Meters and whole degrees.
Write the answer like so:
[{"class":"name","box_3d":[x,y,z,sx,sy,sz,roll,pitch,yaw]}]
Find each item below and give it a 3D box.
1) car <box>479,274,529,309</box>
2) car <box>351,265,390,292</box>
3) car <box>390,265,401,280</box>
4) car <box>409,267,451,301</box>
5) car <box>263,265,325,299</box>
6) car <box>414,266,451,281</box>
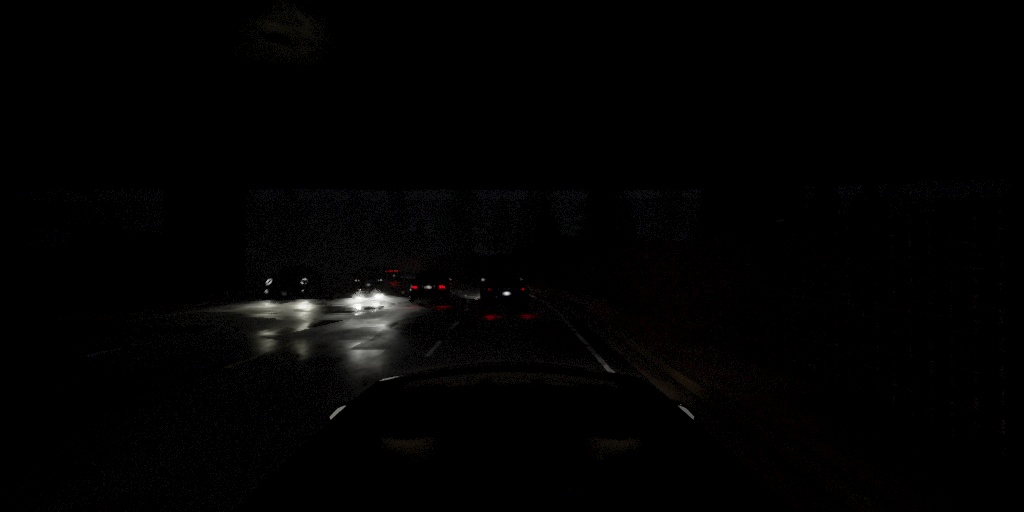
[{"class":"car","box_3d":[-0.434,1.478,16.156,1.994,1.385,4.181,0,-1,-6]},{"class":"car","box_3d":[-9.518,1.491,23.787,2.128,1.511,4.902,0,-1,-22]},{"class":"car","box_3d":[-12.886,1.646,36.255,1.837,1.490,4.892,1,-1,-40]},{"class":"car","box_3d":[-4.222,1.491,18.710,2.033,1.411,5.357,0,-1,-10]},{"class":"car","box_3d":[-11.884,1.307,19.834,2.097,1.767,4.553,0,-1,-17]},{"class":"car","box_3d":[-8.027,1.739,35.906,1.895,1.301,4.718,1,-1,-36]}]
